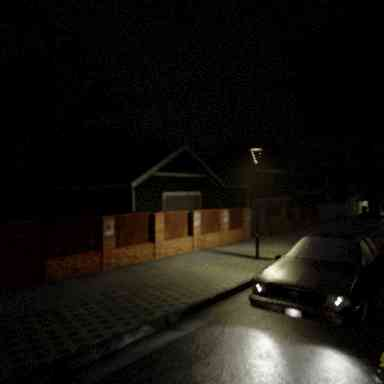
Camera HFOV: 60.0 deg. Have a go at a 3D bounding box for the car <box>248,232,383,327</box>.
[{"bbox_3d":[3.300,1.663,7.675,2.033,1.411,5.357,-1,-1,37],"label":"car"}]
